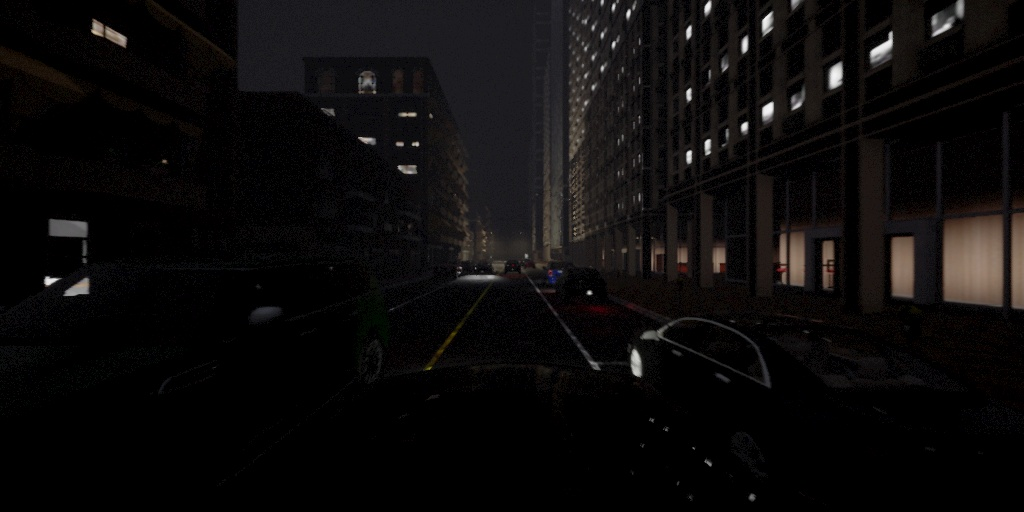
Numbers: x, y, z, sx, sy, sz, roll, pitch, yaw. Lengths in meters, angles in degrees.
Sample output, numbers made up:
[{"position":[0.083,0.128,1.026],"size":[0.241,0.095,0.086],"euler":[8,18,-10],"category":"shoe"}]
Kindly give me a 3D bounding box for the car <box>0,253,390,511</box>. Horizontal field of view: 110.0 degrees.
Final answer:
[{"position":[-3.091,0.972,3.730],"size":[2.150,2.045,5.566],"euler":[0,0,0],"category":"car"}]

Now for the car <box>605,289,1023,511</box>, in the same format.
[{"position":[2.691,1.299,4.114],"size":[2.007,1.370,4.403],"euler":[0,0,0],"category":"car"}]

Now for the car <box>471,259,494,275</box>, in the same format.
[{"position":[-3.071,1.342,39.530],"size":[1.895,1.301,4.718],"euler":[0,0,0],"category":"car"}]

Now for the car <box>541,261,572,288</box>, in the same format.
[{"position":[3.124,1.095,23.992],"size":[2.097,1.767,4.553],"euler":[0,0,0],"category":"car"}]

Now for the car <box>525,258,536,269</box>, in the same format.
[{"position":[2.718,1.324,54.950],"size":[1.802,1.307,4.207],"euler":[0,0,0],"category":"car"}]

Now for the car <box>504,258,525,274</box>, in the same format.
[{"position":[0.086,1.229,40.366],"size":[2.128,1.511,4.902],"euler":[0,0,0],"category":"car"}]

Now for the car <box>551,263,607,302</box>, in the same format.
[{"position":[3.153,1.248,17.022],"size":[1.837,1.490,4.892],"euler":[0,0,0],"category":"car"}]

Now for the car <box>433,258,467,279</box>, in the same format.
[{"position":[-5.674,1.057,32.361],"size":[2.192,1.841,5.009],"euler":[0,0,0],"category":"car"}]

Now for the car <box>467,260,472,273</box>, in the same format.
[{"position":[-5.668,1.307,43.658],"size":[1.948,1.339,4.313],"euler":[0,0,0],"category":"car"}]
